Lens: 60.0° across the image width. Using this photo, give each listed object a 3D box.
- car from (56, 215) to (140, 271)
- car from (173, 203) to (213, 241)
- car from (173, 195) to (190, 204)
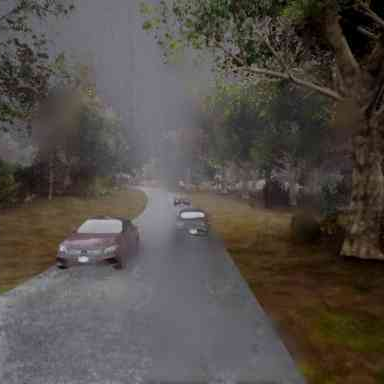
[{"bbox_3d":[-2.861,1.524,11.092,1.812,1.442,4.674,1,0,0],"label":"car"},{"bbox_3d":[0.016,1.536,16.722,1.812,1.442,4.674,-1,0,-1],"label":"car"},{"bbox_3d":[-1.391,1.015,41.822,1.895,1.301,4.718,0,2,-5],"label":"car"}]
